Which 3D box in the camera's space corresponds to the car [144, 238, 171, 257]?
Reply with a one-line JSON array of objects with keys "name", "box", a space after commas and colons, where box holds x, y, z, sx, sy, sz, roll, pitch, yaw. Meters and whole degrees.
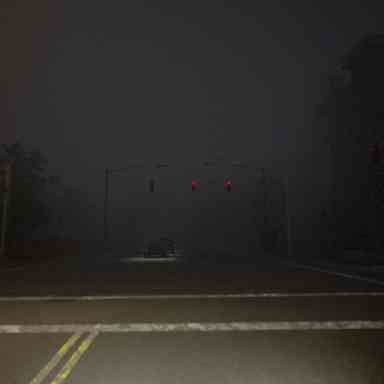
[{"name": "car", "box": [-3.513, 5.650, 33.066, 1.882, 1.535, 5.008, 0, -9, 0]}]

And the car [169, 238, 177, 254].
[{"name": "car", "box": [-3.478, 6.983, 43.606, 2.150, 2.045, 5.566, 0, -8, 0]}]

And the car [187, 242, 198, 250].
[{"name": "car", "box": [0.135, 9.543, 58.811, 2.128, 1.511, 4.902, 0, -9, 0]}]
